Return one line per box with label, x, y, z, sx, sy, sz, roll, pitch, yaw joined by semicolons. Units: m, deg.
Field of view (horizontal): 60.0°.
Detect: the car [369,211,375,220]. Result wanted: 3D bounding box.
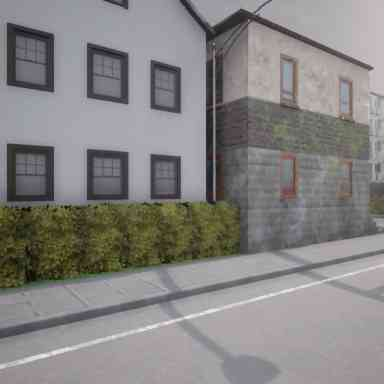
car;12.294;1.668;27.225;2.128;1.511;4.902;0;0;-36
